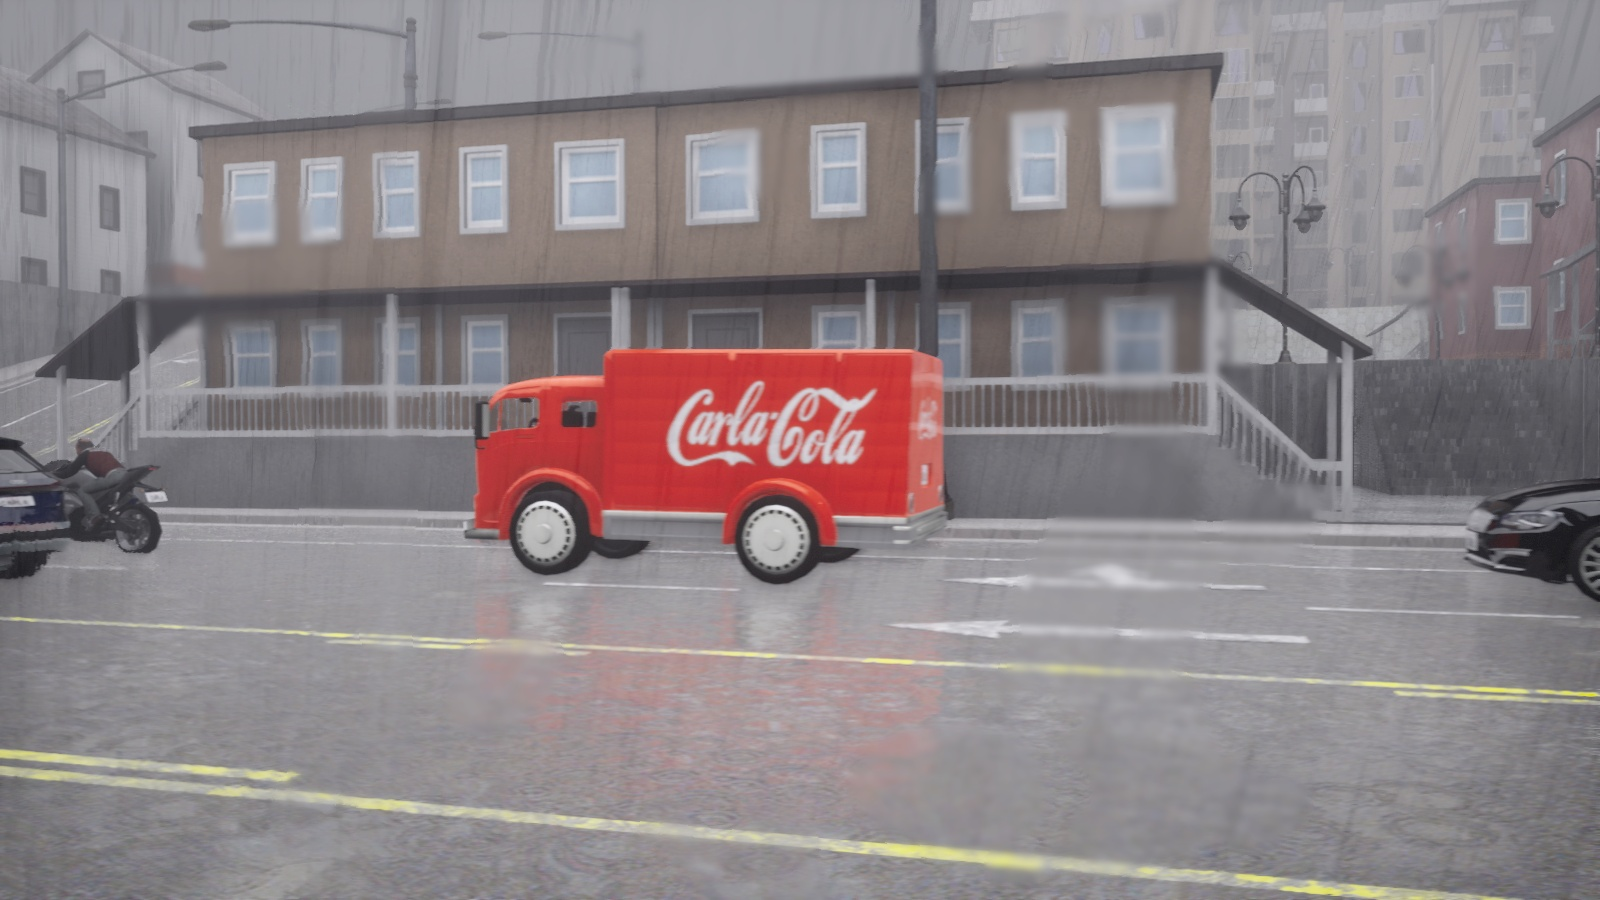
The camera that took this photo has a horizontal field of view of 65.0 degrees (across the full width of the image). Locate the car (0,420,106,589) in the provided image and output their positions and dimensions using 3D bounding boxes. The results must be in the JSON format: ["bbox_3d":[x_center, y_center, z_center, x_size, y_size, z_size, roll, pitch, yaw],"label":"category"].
[{"bbox_3d":[-10.062,0.506,13.156,4.856,1.649,2.033,1,1,16],"label":"car"}]

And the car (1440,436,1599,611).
[{"bbox_3d":[8.800,0.640,11.504,4.902,1.511,2.128,0,1,16],"label":"car"}]

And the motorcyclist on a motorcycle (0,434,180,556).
[{"bbox_3d":[-9.398,0.560,16.568,2.191,1.530,0.866,1,1,17],"label":"motorcyclist on a motorcycle"}]

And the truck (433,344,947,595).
[{"bbox_3d":[-1.140,0.120,14.283,5.204,2.467,2.627,1,1,16],"label":"truck"}]
